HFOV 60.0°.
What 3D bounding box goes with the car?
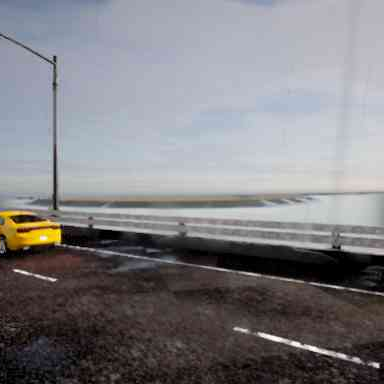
[{"bbox_3d":[-7.399,1.534,13.569,5.008,1.535,1.882,0,0,36],"label":"car"}]
